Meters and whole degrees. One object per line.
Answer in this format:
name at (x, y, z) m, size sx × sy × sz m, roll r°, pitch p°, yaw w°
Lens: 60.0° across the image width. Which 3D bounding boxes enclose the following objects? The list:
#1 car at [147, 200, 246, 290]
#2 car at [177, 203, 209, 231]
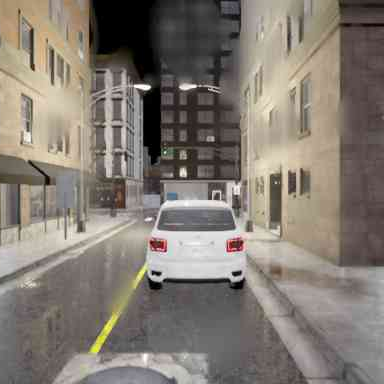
car at (0.088, 1.218, 9.178) m, size 2.150 × 2.045 × 5.566 m, roll 0°, pitch 0°, yaw 0°
car at (0.003, 1.518, 21.409) m, size 1.812 × 1.442 × 4.674 m, roll 0°, pitch 0°, yaw -2°
